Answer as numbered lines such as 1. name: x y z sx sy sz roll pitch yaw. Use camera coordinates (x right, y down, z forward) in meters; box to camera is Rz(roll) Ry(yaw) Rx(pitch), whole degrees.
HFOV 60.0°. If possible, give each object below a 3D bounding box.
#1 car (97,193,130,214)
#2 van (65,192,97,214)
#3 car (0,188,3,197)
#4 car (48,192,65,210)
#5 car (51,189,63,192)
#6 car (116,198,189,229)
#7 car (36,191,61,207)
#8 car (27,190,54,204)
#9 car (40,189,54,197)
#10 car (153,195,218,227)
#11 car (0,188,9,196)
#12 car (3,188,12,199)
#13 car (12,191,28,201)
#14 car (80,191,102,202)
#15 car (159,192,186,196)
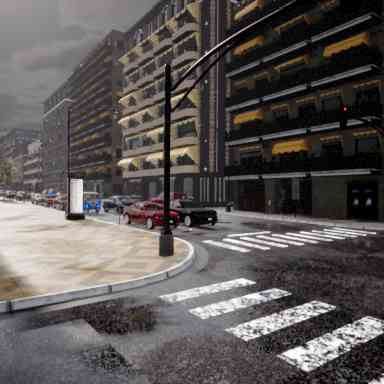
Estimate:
1. car: -5.997 1.082 28.388 2.128 1.511 4.902 1 1 -36
2. van: -9.064 0.881 28.223 1.690 1.788 3.998 2 0 -36
3. car: -39.085 0.301 69.344 2.008 1.369 4.403 2 0 -36
4. car: -12.405 0.997 32.793 1.887 1.381 4.507 2 0 -36
5. car: -25.751 0.529 65.291 1.752 1.417 4.829 2 0 -36
6. car: -2.401 1.261 19.085 1.887 1.381 4.507 2 0 -36
7. car: -15.740 0.909 37.361 1.887 1.381 4.507 2 0 -36
8. car: -18.975 0.805 41.793 1.752 1.417 4.829 2 0 -36
9. car: -32.318 0.271 74.291 1.967 1.590 4.097 2 0 -36
10. car: -0.412 1.216 20.728 1.882 1.535 5.008 1 0 -35
11. car: -42.413 -0.022 73.913 2.192 1.841 5.009 2 0 -36
12. car: -32.415 0.470 60.206 1.887 1.381 4.507 2 0 -36
13. car: -25.742 0.541 51.068 1.967 1.590 4.097 2 0 -36
14. car: -15.643 0.710 51.446 1.967 1.590 4.097 2 0 -36
15. car: -2.300 0.936 33.170 2.192 1.841 5.009 2 0 -36
